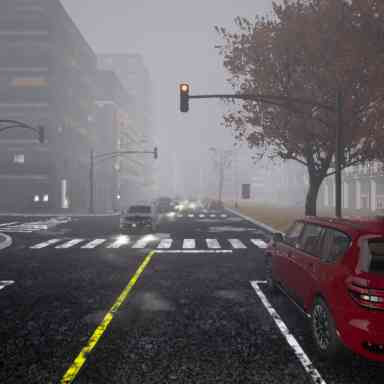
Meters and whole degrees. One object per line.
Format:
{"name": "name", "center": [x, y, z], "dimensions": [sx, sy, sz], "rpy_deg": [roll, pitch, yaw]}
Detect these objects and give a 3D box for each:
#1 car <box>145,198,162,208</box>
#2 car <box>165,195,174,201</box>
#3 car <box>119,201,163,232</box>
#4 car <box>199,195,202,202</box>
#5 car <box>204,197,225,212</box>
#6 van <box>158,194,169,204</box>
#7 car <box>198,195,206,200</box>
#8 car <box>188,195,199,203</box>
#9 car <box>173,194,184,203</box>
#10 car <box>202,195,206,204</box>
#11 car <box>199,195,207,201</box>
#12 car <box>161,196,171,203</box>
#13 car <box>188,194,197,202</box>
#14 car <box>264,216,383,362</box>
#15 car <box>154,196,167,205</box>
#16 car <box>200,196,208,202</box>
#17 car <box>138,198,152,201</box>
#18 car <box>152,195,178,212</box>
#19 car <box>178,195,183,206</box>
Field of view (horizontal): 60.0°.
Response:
{"name": "car", "center": [-5.621, 1.573, 49.346], "dimensions": [2.008, 1.369, 4.403], "rpy_deg": [0, 0, 0]}
{"name": "car", "center": [-5.576, 1.506, 82.542], "dimensions": [1.967, 1.590, 4.097], "rpy_deg": [0, 0, 0]}
{"name": "car", "center": [-3.074, 1.506, 20.074], "dimensions": [1.837, 1.490, 4.892], "rpy_deg": [0, 0, 0]}
{"name": "car", "center": [2.782, 1.625, 65.932], "dimensions": [1.802, 1.307, 4.206], "rpy_deg": [0, 0, 0]}
{"name": "car", "center": [2.744, 1.557, 38.269], "dimensions": [1.887, 1.381, 4.507], "rpy_deg": [0, 0, 0]}
{"name": "van", "center": [-5.598, 1.384, 65.945], "dimensions": [1.690, 1.788, 3.998], "rpy_deg": [0, 0, 0]}
{"name": "car", "center": [2.820, 1.637, 93.596], "dimensions": [2.008, 1.369, 4.403], "rpy_deg": [0, 0, 0]}
{"name": "car", "center": [0.194, 1.648, 69.299], "dimensions": [1.895, 1.301, 4.718], "rpy_deg": [0, 0, 0]}
{"name": "car", "center": [-2.902, 1.373, 70.624], "dimensions": [2.097, 1.767, 4.553], "rpy_deg": [0, 0, 0]}
{"name": "car", "center": [2.759, 1.548, 49.504], "dimensions": [1.752, 1.417, 4.829], "rpy_deg": [0, 0, 0]}
{"name": "car", "center": [2.813, 1.621, 88.063], "dimensions": [1.887, 1.381, 4.507], "rpy_deg": [0, 0, 0]}
{"name": "car", "center": [-5.590, 1.632, 71.476], "dimensions": [1.802, 1.307, 4.206], "rpy_deg": [0, 0, 0]}
{"name": "car", "center": [0.111, 1.417, 79.366], "dimensions": [2.097, 1.767, 4.553], "rpy_deg": [0, 0, 0]}
{"name": "car", "center": [2.700, 1.315, 5.881], "dimensions": [2.192, 1.841, 5.009], "rpy_deg": [0, 0, 0]}
{"name": "car", "center": [-5.606, 1.476, 60.412], "dimensions": [1.967, 1.590, 4.097], "rpy_deg": [0, 0, 0]}
{"name": "car", "center": [2.797, 1.583, 77.168], "dimensions": [1.752, 1.417, 4.829], "rpy_deg": [0, 0, 0]}
{"name": "car", "center": [-5.636, 1.563, 38.280], "dimensions": [2.008, 1.369, 4.403], "rpy_deg": [0, 0, 0]}
{"name": "car", "center": [-3.047, 1.364, 38.327], "dimensions": [2.097, 1.767, 4.553], "rpy_deg": [0, 0, 0]}
{"name": "car", "center": [-3.018, 1.575, 54.349], "dimensions": [2.033, 1.411, 5.357], "rpy_deg": [0, 0, 0]}
